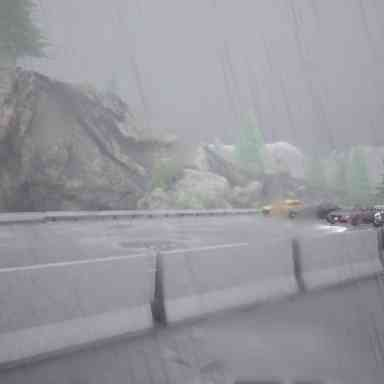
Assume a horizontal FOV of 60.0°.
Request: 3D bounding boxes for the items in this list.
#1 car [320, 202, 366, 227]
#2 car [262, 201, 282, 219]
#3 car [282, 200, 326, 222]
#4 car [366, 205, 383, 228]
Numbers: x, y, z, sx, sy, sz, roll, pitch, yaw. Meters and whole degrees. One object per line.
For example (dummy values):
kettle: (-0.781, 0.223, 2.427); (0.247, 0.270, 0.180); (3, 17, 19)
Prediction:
car: (11.195, 1.557, 22.647); (4.181, 1.385, 1.994); (0, 0, -27)
car: (8.372, 1.450, 29.071); (5.008, 1.535, 1.882); (0, 0, -27)
car: (9.752, 1.460, 25.844); (5.008, 1.535, 1.882); (0, 0, -27)
car: (12.828, 1.356, 19.552); (4.553, 1.767, 2.097); (0, 0, -27)
